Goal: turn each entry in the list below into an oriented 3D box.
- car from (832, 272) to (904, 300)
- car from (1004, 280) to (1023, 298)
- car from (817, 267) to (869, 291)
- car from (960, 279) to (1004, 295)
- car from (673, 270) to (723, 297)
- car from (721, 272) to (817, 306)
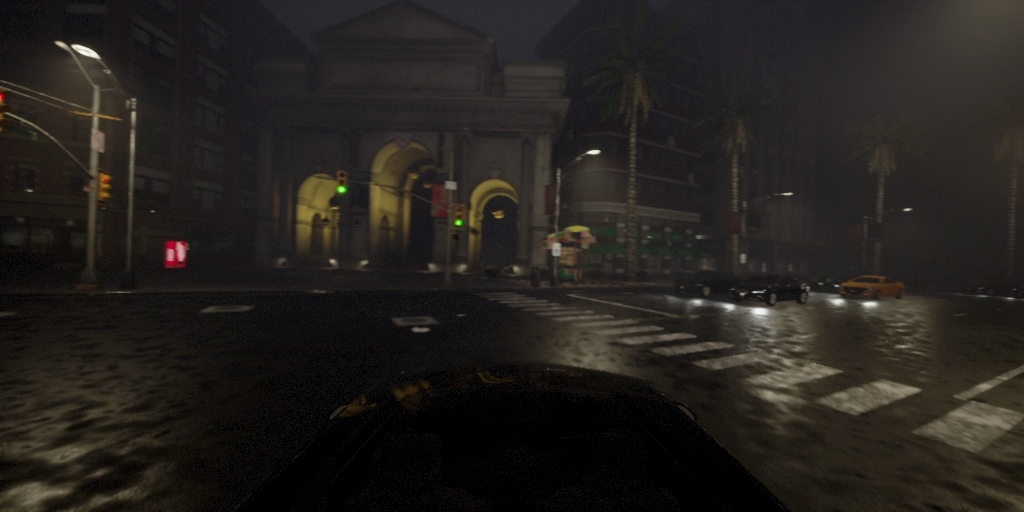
[{"bbox_3d":[24.519,2.100,24.430,5.008,1.535,1.882,2,0,-25],"label":"car"},{"bbox_3d":[44.834,2.890,29.877,4.892,1.490,1.837,2,0,-2],"label":"car"},{"bbox_3d":[27.058,1.928,29.462,5.566,2.045,2.150,2,0,-22],"label":"car"},{"bbox_3d":[44.903,2.890,33.386,5.008,1.535,1.882,2,0,-2],"label":"car"},{"bbox_3d":[12.214,1.646,22.193,5.008,1.535,1.882,2,0,-27],"label":"car"},{"bbox_3d":[13.671,1.733,19.006,4.892,1.490,1.837,2,0,-27],"label":"car"}]
